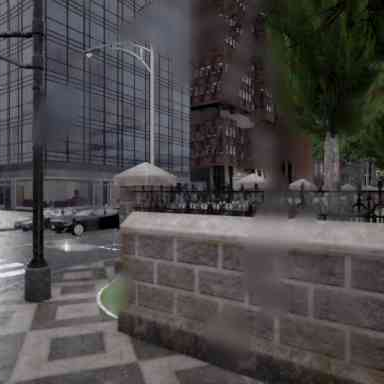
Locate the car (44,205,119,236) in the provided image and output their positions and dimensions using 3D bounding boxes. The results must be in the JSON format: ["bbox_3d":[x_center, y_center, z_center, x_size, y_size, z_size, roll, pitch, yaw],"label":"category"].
[{"bbox_3d":[-5.751,1.569,19.318,1.882,1.535,5.008,0,0,36],"label":"car"}]

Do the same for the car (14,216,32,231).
[{"bbox_3d":[-8.410,1.638,20.194,2.008,1.369,4.403,0,-1,36],"label":"car"}]
